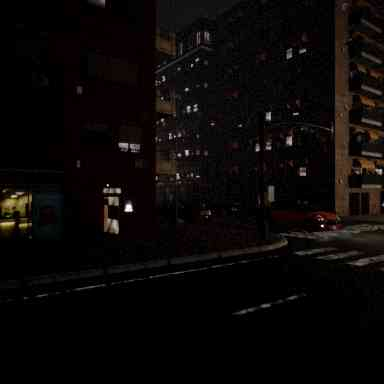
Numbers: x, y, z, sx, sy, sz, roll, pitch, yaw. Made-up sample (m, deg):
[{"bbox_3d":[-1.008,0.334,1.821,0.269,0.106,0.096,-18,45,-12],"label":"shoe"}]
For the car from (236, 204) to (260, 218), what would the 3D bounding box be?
[{"bbox_3d":[6.621,1.844,32.157,1.802,1.307,4.206,-1,0,-36],"label":"car"}]

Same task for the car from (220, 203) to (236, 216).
[{"bbox_3d":[3.327,1.899,36.645,1.947,1.339,4.313,-1,0,-36],"label":"car"}]

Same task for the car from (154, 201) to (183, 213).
[{"bbox_3d":[-3.262,2.025,45.623,2.008,1.369,4.403,-1,0,-36],"label":"car"}]

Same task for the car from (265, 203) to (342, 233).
[{"bbox_3d":[7.002,1.504,20.969,2.097,1.767,4.553,0,-1,-31],"label":"car"}]

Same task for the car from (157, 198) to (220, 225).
[{"bbox_3d":[-0.376,1.586,27.068,2.192,1.841,5.009,-1,0,-36],"label":"car"}]

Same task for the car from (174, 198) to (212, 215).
[{"bbox_3d":[0.027,1.719,41.135,2.192,1.841,5.009,-1,0,-36],"label":"car"}]
